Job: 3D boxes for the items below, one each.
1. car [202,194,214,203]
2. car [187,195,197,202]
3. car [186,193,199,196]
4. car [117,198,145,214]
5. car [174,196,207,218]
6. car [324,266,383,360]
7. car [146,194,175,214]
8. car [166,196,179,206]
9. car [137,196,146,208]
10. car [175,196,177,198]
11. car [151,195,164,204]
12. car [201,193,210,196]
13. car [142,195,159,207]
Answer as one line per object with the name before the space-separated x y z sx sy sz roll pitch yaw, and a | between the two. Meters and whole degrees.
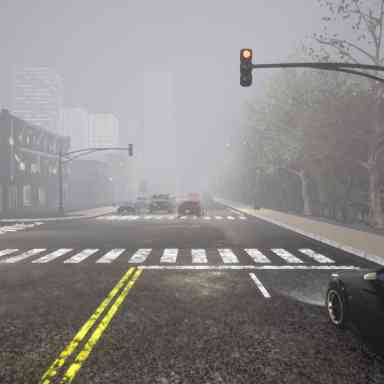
car | 3.384 1.576 66.911 1.895 1.301 4.718 0 0 0
car | 0.039 1.494 76.870 2.128 1.511 4.902 0 0 0
car | 0.138 1.188 61.801 2.150 2.045 5.566 0 -1 0
car | -6.589 1.590 35.331 1.895 1.301 4.718 0 0 1
car | -0.044 1.469 30.476 1.882 1.535 5.008 1 0 7
car | 3.351 1.563 4.272 1.994 1.385 4.181 0 0 0
car | -3.322 1.210 36.283 2.150 2.045 5.566 0 0 0
car | -3.306 1.457 56.517 1.882 1.535 5.008 0 0 0
car | -6.567 1.337 44.242 2.097 1.767 4.553 0 0 0
car | -3.314 1.510 46.273 1.812 1.442 4.674 0 0 0
car | -6.522 1.454 63.575 1.882 1.535 5.008 0 0 1
car | 3.289 1.194 76.891 2.150 2.045 5.566 0 0 0
car | -6.562 1.333 53.131 2.097 1.767 4.553 0 0 0
